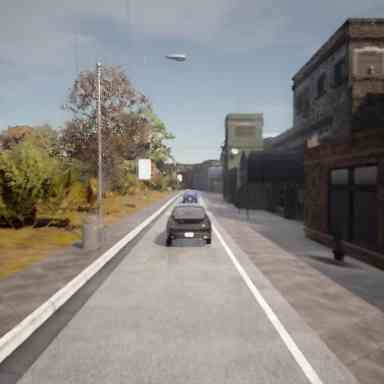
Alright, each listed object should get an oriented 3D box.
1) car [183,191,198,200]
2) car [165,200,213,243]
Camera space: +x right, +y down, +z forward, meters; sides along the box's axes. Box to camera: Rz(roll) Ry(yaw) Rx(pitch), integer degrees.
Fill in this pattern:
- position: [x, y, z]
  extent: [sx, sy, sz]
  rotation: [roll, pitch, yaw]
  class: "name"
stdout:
- position: [-0.193, 0.624, 42.894]
  extent: [1.812, 1.442, 4.674]
  rotation: [0, 2, 0]
  class: "car"
- position: [-0.135, 1.320, 14.940]
  extent: [1.837, 1.490, 4.892]
  rotation: [0, 1, -1]
  class: "car"
